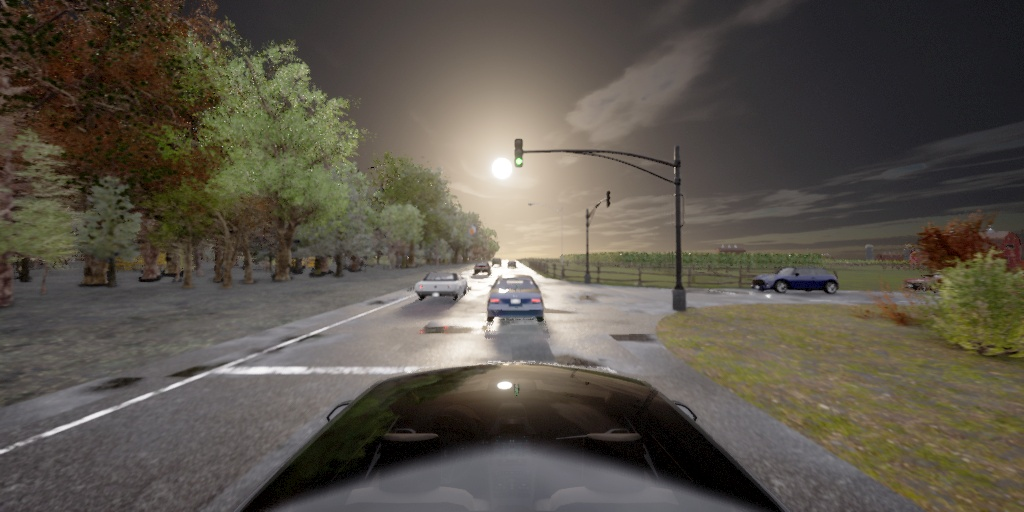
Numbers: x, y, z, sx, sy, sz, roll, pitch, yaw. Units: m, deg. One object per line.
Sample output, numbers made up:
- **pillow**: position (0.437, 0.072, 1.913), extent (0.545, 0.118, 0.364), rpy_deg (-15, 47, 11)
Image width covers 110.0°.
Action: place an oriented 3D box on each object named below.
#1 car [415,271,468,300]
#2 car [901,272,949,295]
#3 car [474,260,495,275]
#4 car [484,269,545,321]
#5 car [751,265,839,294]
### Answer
- **car**: position (-3.399, 1.438, 18.223), extent (1.895, 1.301, 4.718), rpy_deg (0, 0, 0)
- **car**: position (28.115, 1.697, 23.063), extent (5.008, 1.535, 1.882), rpy_deg (1, -1, 0)
- **car**: position (-3.399, 1.464, 42.345), extent (1.837, 1.490, 4.892), rpy_deg (0, 0, 0)
- **car**: position (0.100, 1.356, 12.754), extent (2.033, 1.411, 5.357), rpy_deg (0, 0, 0)
- **car**: position (18.084, 1.463, 23.137), extent (4.553, 1.767, 2.097), rpy_deg (1, -1, 1)
